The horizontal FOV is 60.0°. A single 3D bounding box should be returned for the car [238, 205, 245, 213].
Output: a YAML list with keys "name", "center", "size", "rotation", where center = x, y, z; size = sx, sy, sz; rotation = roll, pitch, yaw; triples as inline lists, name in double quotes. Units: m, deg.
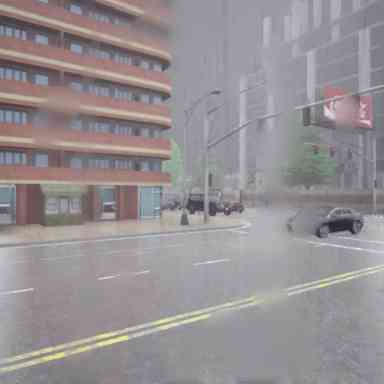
- name: "car"
  center: [3.553, 1.601, 36.174]
  size: [1.895, 1.301, 4.718]
  rotation: [0, 0, -35]

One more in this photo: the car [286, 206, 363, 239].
- name: "car"
  center: [6.963, 1.491, 17.305]
  size: [4.902, 1.511, 2.128]
  rotation: [0, 0, -35]

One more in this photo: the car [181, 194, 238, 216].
- name: "car"
  center: [1.629, 1.222, 32.816]
  size: [2.150, 2.045, 5.566]
  rotation: [0, 0, -35]

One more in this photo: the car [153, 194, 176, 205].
- name: "car"
  center: [-5.112, 1.352, 61.123]
  size: [2.097, 1.767, 4.553]
  rotation: [0, 0, -35]

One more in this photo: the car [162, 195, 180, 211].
- name: "car"
  center: [-3.900, 1.352, 40.724]
  size: [2.097, 1.767, 4.553]
  rotation: [0, 0, -35]
